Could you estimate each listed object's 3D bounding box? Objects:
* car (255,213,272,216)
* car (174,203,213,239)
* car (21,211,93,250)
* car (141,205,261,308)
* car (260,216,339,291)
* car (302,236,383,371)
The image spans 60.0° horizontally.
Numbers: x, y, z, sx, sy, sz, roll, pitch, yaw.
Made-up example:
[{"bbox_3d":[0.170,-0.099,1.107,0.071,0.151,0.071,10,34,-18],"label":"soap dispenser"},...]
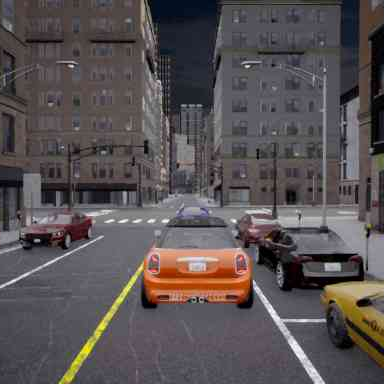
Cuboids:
[{"bbox_3d":[2.870,1.577,14.439,1.802,1.307,4.206,-1,0,0],"label":"car"},{"bbox_3d":[0.105,1.472,18.339,1.882,1.535,5.008,0,0,1],"label":"car"},{"bbox_3d":[-5.675,1.540,14.438,1.887,1.381,4.507,-1,0,0],"label":"car"},{"bbox_3d":[0.099,1.350,8.051,2.097,1.767,4.553,0,0,0],"label":"car"},{"bbox_3d":[2.869,1.563,8.854,1.947,1.339,4.313,-1,0,0],"label":"car"},{"bbox_3d":[2.867,1.524,3.437,1.752,1.417,4.829,-1,0,0],"label":"car"}]
